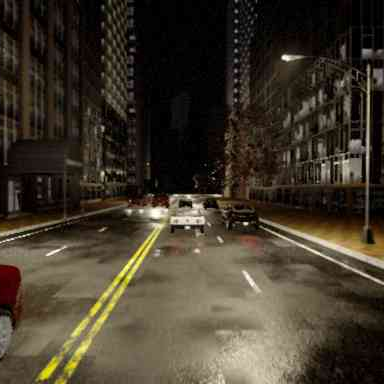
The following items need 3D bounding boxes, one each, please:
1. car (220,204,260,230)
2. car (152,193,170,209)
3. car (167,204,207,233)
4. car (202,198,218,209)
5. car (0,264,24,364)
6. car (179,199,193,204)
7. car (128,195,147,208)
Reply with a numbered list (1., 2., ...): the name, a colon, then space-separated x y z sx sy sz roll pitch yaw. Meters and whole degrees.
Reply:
1. car: 2.941 1.509 20.919 1.837 1.490 4.892 0 0 -1
2. car: -4.203 1.223 45.845 2.150 2.045 5.566 0 0 -1
3. car: -0.283 1.591 19.730 1.895 1.301 4.718 0 0 -1
4. car: 2.426 1.527 44.460 2.033 1.411 5.357 0 0 -1
5. car: -3.365 1.462 2.827 1.882 1.535 5.008 0 0 -1
6. car: -0.863 1.563 46.220 1.895 1.301 4.718 0 0 -1
7. car: -7.454 1.207 45.836 2.097 1.767 4.553 0 0 -1
